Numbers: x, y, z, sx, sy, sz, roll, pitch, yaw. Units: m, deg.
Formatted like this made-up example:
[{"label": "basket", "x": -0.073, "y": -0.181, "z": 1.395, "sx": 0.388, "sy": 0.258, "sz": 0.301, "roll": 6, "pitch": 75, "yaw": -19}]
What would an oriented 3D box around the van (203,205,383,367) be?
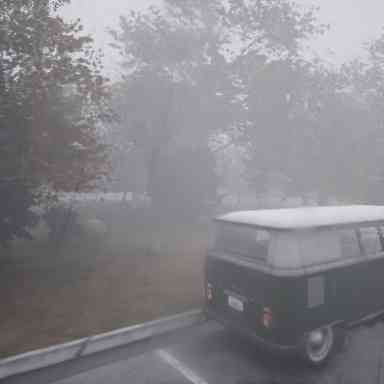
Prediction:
[{"label": "van", "x": 2.418, "y": 1.259, "z": 5.753, "sx": 4.442, "sy": 1.987, "sz": 1.878, "roll": 0, "pitch": 1, "yaw": -33}]
